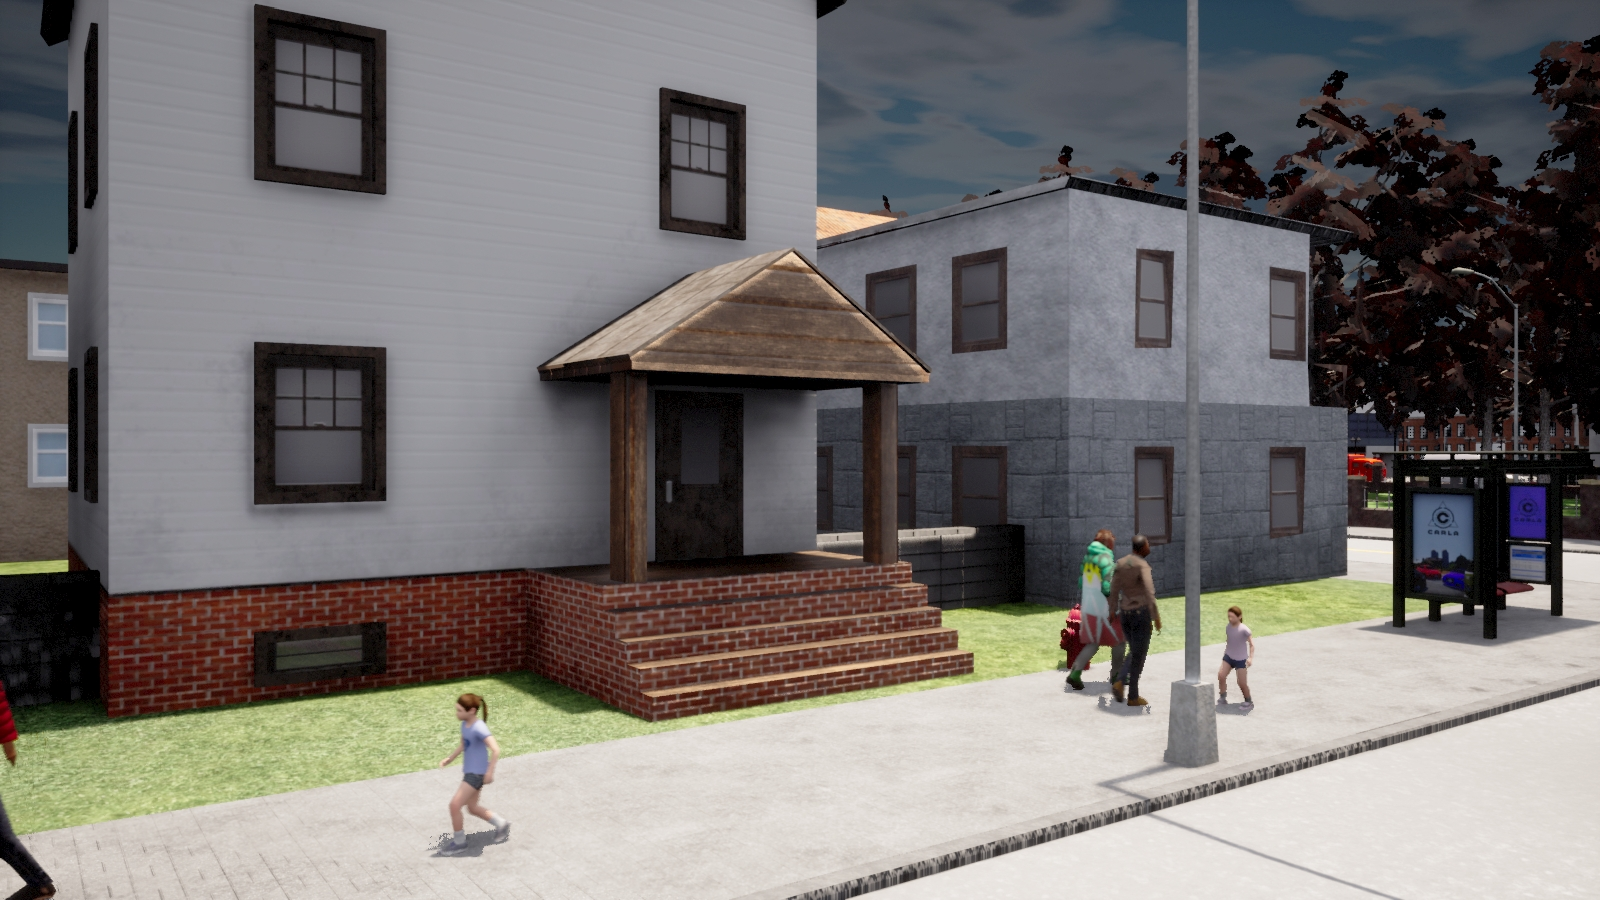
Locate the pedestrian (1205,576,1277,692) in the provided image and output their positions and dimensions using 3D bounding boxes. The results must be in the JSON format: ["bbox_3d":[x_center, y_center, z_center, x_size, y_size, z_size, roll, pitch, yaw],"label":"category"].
[{"bbox_3d":[4.585,1.896,11.890,0.500,1.100,0.500,0,0,-34],"label":"pedestrian"}]

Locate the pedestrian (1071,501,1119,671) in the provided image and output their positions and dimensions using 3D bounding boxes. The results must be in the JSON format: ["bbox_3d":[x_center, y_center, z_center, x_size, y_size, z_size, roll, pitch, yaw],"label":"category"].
[{"bbox_3d":[3.345,1.524,12.947,0.375,1.860,0.375,0,0,-23],"label":"pedestrian"}]

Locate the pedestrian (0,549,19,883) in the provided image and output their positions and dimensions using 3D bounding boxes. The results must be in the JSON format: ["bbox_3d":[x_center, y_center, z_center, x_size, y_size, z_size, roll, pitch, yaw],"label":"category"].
[{"bbox_3d":[-4.727,1.523,6.566,0.375,1.860,0.375,0,0,-32],"label":"pedestrian"}]

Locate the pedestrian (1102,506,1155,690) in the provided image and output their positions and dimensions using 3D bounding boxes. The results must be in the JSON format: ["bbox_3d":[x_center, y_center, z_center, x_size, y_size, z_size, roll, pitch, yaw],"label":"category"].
[{"bbox_3d":[3.422,1.525,11.923,0.375,1.860,0.375,0,0,-30],"label":"pedestrian"}]

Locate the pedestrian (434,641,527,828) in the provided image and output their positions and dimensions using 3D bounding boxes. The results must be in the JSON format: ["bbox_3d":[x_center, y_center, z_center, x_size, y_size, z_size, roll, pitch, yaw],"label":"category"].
[{"bbox_3d":[-2.175,1.904,7.769,0.500,1.100,0.500,0,0,-30],"label":"pedestrian"}]
